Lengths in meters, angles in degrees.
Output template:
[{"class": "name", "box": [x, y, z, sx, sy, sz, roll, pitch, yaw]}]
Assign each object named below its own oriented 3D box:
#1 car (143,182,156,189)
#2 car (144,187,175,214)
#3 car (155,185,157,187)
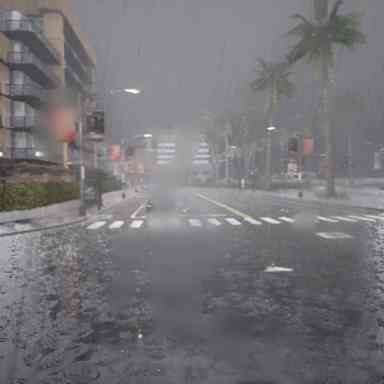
[{"class": "car", "box": [-9.432, -1.320, 74.506, 2.150, 2.045, 5.566, -2, 2, -20]}, {"class": "car", "box": [-2.358, 0.739, 24.483, 1.837, 1.490, 4.892, -1, 4, -4]}, {"class": "car", "box": [-4.169, -0.042, 48.985, 1.895, 1.301, 4.718, -1, 2, -4]}]
